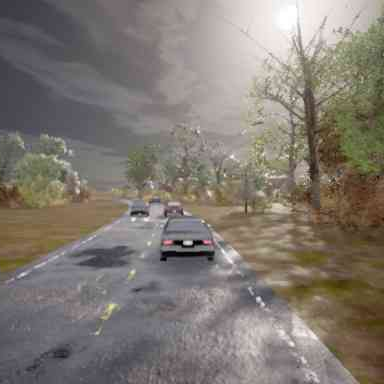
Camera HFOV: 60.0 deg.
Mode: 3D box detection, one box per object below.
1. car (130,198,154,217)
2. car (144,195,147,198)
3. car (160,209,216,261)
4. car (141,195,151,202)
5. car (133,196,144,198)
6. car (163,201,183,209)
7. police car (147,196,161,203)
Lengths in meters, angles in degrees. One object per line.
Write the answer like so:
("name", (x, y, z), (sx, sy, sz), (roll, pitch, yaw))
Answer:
("car", (-5.014, 1.641, 32.649), (2.033, 1.411, 5.357), (0, 0, -6))
("car", (-10.472, 1.706, 81.504), (1.882, 1.535, 5.008), (0, 0, -16))
("car", (-0.229, 1.581, 12.471), (2.033, 1.411, 5.357), (0, 0, -2))
("car", (-12.222, 1.701, 87.491), (1.801, 1.575, 5.366), (0, 0, -17))
("car", (-12.178, 1.720, 72.756), (1.895, 1.301, 4.718), (0, 0, -14))
("car", (-1.884, 1.616, 33.340), (1.812, 1.442, 4.674), (0, 0, -6))
("police car", (-7.932, 1.625, 71.864), (1.930, 1.638, 5.238), (0, 0, -14))
